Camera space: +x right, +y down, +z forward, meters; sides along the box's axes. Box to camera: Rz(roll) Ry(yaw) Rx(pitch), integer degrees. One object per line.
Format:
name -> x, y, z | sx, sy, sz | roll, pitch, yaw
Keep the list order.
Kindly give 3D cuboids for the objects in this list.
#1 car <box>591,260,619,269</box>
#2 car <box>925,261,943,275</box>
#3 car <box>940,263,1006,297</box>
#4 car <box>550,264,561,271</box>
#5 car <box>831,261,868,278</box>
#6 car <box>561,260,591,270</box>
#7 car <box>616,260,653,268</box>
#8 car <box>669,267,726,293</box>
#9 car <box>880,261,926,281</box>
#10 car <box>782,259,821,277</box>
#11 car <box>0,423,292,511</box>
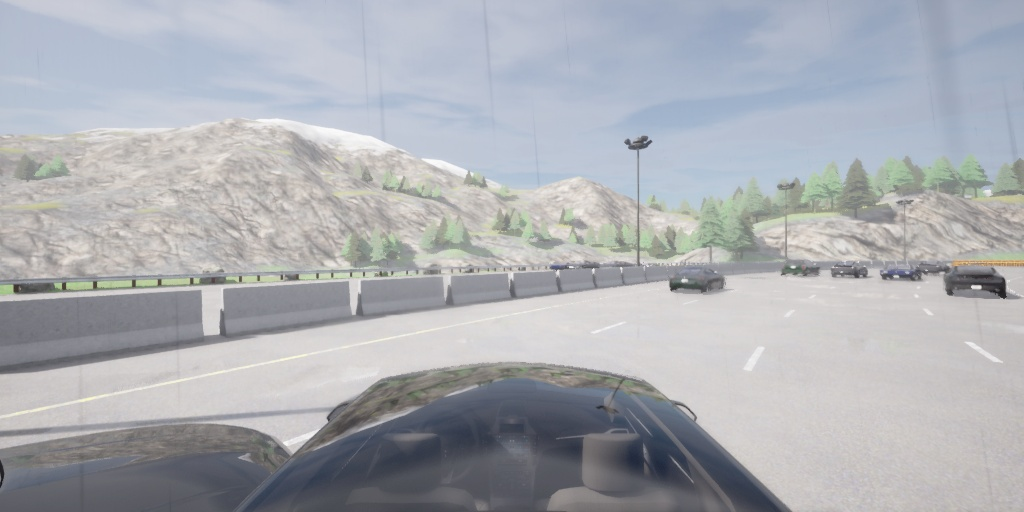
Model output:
car -> 11.552, 1.242, 40.458 | 4.902, 1.511, 2.128 | 0, 0, -39
car -> 43.308, 1.241, 36.844 | 4.902, 1.511, 2.128 | 0, 0, -31
car -> 24.191, 1.254, 18.855 | 4.892, 1.490, 1.837 | 0, 0, -41
car -> 7.038, 1.351, 45.810 | 4.718, 1.301, 1.895 | 0, 0, -39
car -> 31.370, 1.241, 33.320 | 4.902, 1.511, 2.128 | 0, 0, -35
car -> 8.557, 1.242, 42.515 | 4.902, 1.511, 2.128 | 0, 0, -40
car -> 13.327, 1.351, 37.385 | 4.718, 1.301, 1.895 | 0, 0, -39
car -> 10.806, 1.313, 20.846 | 4.181, 1.385, 1.994 | 0, 0, -44
car -> 32.304, 1.351, 29.710 | 4.718, 1.301, 1.895 | 0, 0, -35
car -> 29.056, 1.105, 35.983 | 4.553, 1.767, 2.097 | 0, 0, -34
car -> -2.982, 1.255, 0.505 | 4.892, 1.490, 1.837 | 0, 0, -45
